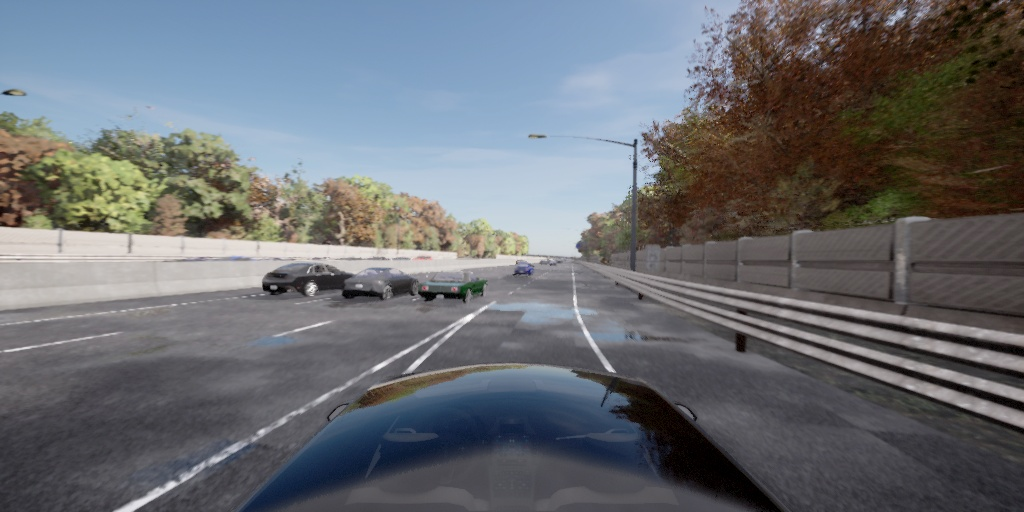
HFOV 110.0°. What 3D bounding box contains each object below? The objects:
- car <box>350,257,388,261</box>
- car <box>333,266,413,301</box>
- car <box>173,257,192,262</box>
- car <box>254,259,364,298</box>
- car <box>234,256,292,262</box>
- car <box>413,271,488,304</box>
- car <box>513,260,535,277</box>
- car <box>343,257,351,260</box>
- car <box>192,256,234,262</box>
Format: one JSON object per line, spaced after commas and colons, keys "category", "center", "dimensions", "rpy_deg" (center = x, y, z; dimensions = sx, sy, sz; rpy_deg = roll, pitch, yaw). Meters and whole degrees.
{"category": "car", "center": [-18.670, 1.027, 47.021], "dimensions": [1.994, 1.385, 4.181], "rpy_deg": [1, 0, 10]}
{"category": "car", "center": [-5.933, 1.215, 16.655], "dimensions": [1.994, 1.385, 4.181], "rpy_deg": [1, 0, 9]}
{"category": "car", "center": [-28.249, 0.719, 32.174], "dimensions": [1.994, 1.385, 4.181], "rpy_deg": [1, 0, 10]}
{"category": "car", "center": [-9.401, 1.072, 17.128], "dimensions": [1.837, 1.490, 4.892], "rpy_deg": [1, 0, 9]}
{"category": "car", "center": [-21.220, 0.824, 31.805], "dimensions": [2.128, 1.511, 4.902], "rpy_deg": [1, 0, 10]}
{"category": "car", "center": [-2.455, 1.338, 16.253], "dimensions": [1.895, 1.301, 4.718], "rpy_deg": [1, 0, 9]}
{"category": "car", "center": [1.350, 1.463, 39.127], "dimensions": [1.812, 1.442, 4.674], "rpy_deg": [1, 0, 9]}
{"category": "car", "center": [-21.927, 0.866, 48.622], "dimensions": [1.882, 1.535, 5.008], "rpy_deg": [1, 0, 10]}
{"category": "car", "center": [-24.763, 0.719, 31.822], "dimensions": [1.882, 1.535, 5.008], "rpy_deg": [1, -1, 10]}
